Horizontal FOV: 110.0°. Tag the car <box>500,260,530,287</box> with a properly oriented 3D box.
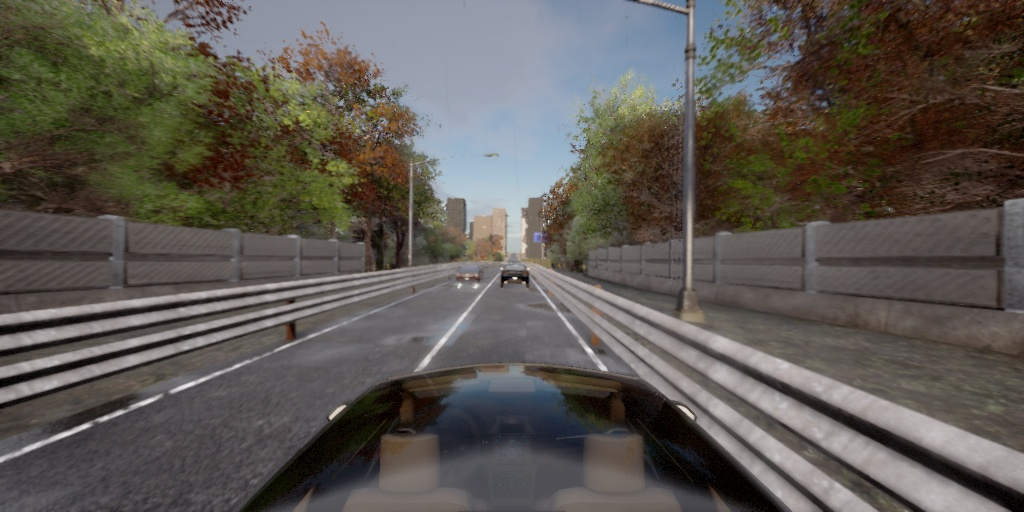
[{"bbox_3d":[0.195,1.233,24.745,1.882,1.535,5.008,1,0,0],"label":"car"}]

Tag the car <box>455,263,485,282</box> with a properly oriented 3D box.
[{"bbox_3d":[-3.227,1.277,28.555,2.033,1.411,5.357,1,0,0],"label":"car"}]
